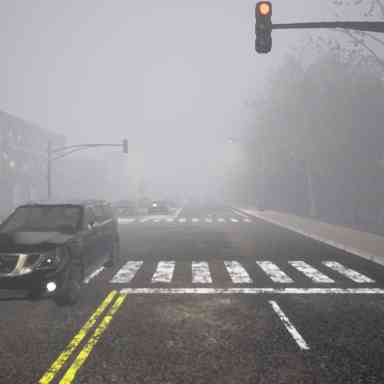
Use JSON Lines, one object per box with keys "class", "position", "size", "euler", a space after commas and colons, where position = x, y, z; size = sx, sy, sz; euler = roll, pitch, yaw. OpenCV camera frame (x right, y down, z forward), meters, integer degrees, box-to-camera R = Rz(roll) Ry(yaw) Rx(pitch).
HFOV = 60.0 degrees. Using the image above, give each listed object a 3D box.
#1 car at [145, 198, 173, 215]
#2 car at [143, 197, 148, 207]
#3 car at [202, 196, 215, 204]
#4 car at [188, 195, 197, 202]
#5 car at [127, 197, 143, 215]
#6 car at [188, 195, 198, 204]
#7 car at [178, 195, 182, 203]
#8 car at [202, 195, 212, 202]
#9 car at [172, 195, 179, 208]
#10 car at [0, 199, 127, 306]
{"class": "car", "position": [-3.310, 1.553, 34.154], "size": [1.994, 1.385, 4.181], "euler": [0, 0, 0]}
{"class": "car", "position": [-6.543, 1.462, 45.696], "size": [1.882, 1.535, 5.008], "euler": [0, 0, 0]}
{"class": "car", "position": [3.429, 1.576, 64.693], "size": [1.895, 1.301, 4.718], "euler": [0, 0, 0]}
{"class": "car", "position": [0.094, 1.494, 74.636], "size": [2.128, 1.511, 4.902], "euler": [0, 0, 0]}
{"class": "car", "position": [-6.561, 1.481, 33.173], "size": [2.128, 1.511, 4.902], "euler": [0, 0, 0]}
{"class": "car", "position": [0.175, 1.576, 64.870], "size": [1.895, 1.301, 4.718], "euler": [0, 0, 0]}
{"class": "car", "position": [-3.166, 1.326, 68.750], "size": [2.097, 1.767, 4.553], "euler": [0, 0, 0]}
{"class": "car", "position": [3.341, 1.510, 74.711], "size": [2.033, 1.411, 5.357], "euler": [0, 0, 0]}
{"class": "car", "position": [-3.290, 1.547, 47.467], "size": [1.994, 1.385, 4.181], "euler": [0, 0, 0]}
{"class": "car", "position": [-3.349, 1.220, 8.365], "size": [2.150, 2.045, 5.566], "euler": [0, 0, 1]}
